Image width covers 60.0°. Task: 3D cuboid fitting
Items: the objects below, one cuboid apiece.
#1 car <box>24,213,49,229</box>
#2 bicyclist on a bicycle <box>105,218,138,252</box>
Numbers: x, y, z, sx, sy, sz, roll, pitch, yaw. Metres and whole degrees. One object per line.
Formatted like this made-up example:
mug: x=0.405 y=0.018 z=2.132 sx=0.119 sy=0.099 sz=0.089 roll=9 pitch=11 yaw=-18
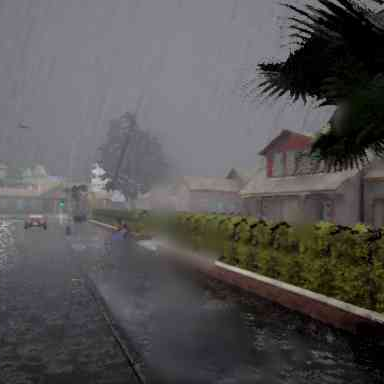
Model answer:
car: x=-14.798 y=2.721 z=31.613 sx=1.812 sy=1.442 sz=4.674 roll=3 pitch=-3 yaw=-24
bicyclist on a bicycle: x=-3.401 y=2.089 z=16.187 sx=1.656 sy=1.620 sz=0.582 roll=3 pitch=-3 yaw=-24
